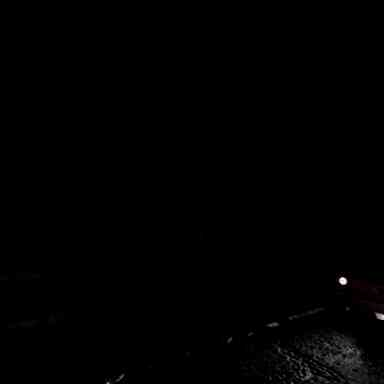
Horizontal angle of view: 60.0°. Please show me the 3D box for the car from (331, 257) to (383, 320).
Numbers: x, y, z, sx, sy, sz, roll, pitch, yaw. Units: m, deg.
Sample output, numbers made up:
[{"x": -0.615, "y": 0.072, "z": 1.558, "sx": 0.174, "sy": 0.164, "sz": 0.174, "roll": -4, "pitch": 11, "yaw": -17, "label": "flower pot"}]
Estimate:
[{"x": 4.731, "y": 1.601, "z": 6.324, "sx": 4.718, "sy": 1.301, "sz": 1.895, "roll": 0, "pitch": 0, "yaw": -36, "label": "car"}]
